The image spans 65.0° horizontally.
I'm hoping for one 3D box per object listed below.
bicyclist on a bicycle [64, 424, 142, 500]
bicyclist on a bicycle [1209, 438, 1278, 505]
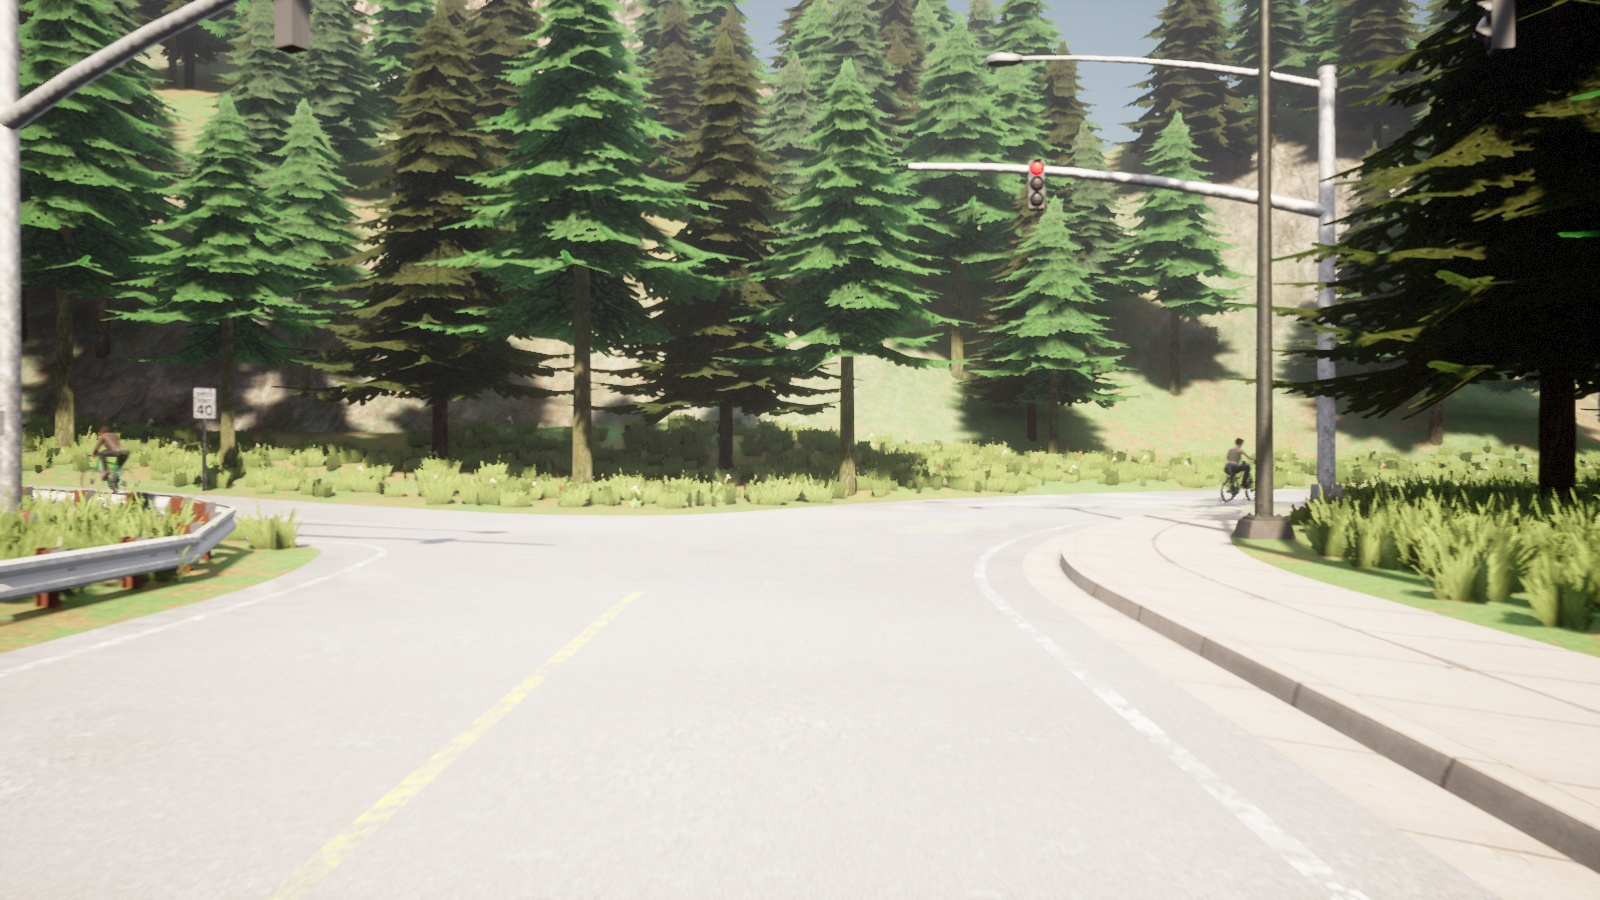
[{"bbox_3d":[-15.715,0.255,28.306,1.656,1.620,0.582,2,1,20],"label":"bicyclist on a bicycle"},{"bbox_3d":[11.059,0.515,31.336,1.509,1.612,0.866,0,1,-34],"label":"bicyclist on a bicycle"}]
